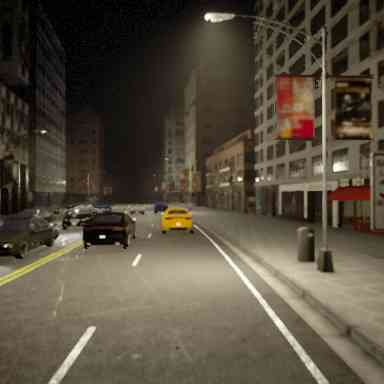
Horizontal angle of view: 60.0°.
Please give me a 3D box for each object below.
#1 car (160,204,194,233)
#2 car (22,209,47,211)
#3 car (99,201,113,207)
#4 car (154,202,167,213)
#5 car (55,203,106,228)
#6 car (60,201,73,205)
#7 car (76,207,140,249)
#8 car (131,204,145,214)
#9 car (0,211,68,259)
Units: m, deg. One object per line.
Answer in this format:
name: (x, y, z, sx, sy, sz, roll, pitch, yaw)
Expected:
car: (-1.002, 1.779, 21.865, 1.882, 1.535, 5.008, 0, -1, -5)
car: (-11.124, 1.892, 23.324, 2.033, 1.411, 5.357, 0, -1, -6)
car: (-8.911, 1.660, 33.225, 1.812, 1.442, 4.674, 0, -1, -8)
car: (-4.291, 2.135, 46.214, 1.882, 1.535, 5.008, 0, -1, -9)
car: (-7.957, 1.842, 24.178, 2.128, 1.511, 4.902, 0, -1, -6)
car: (-12.129, 1.661, 32.767, 1.812, 1.442, 4.674, 0, -1, -8)
car: (-3.787, 1.703, 15.948, 1.882, 1.535, 5.008, 0, -1, -4)
car: (-7.122, 2.224, 43.361, 1.895, 1.301, 4.718, 0, -1, -9)
car: (-7.101, 1.748, 13.694, 2.033, 1.411, 5.357, 0, -1, -4)
